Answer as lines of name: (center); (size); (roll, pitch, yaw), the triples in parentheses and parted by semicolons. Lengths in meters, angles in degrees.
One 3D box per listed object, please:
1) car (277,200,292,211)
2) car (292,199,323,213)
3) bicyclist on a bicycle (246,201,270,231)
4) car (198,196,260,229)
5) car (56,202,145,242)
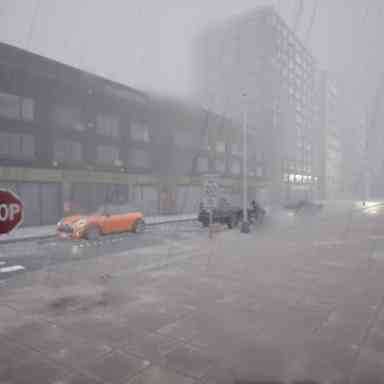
car: (11.951, 1.610, 40.164); (1.895, 1.301, 4.718); (0, 0, 36)
car: (13.082, 1.505, 36.737); (1.837, 1.490, 4.892); (0, 0, 36)
bicyclist on a bicycle: (3.540, 1.324, 18.366); (1.656, 1.620, 0.582); (-1, 0, 36)
car: (2.593, 1.252, 22.044); (2.150, 2.045, 5.566); (0, 0, 36)
car: (-4.575, 1.410, 17.082); (2.097, 1.767, 4.553); (0, 0, 36)
